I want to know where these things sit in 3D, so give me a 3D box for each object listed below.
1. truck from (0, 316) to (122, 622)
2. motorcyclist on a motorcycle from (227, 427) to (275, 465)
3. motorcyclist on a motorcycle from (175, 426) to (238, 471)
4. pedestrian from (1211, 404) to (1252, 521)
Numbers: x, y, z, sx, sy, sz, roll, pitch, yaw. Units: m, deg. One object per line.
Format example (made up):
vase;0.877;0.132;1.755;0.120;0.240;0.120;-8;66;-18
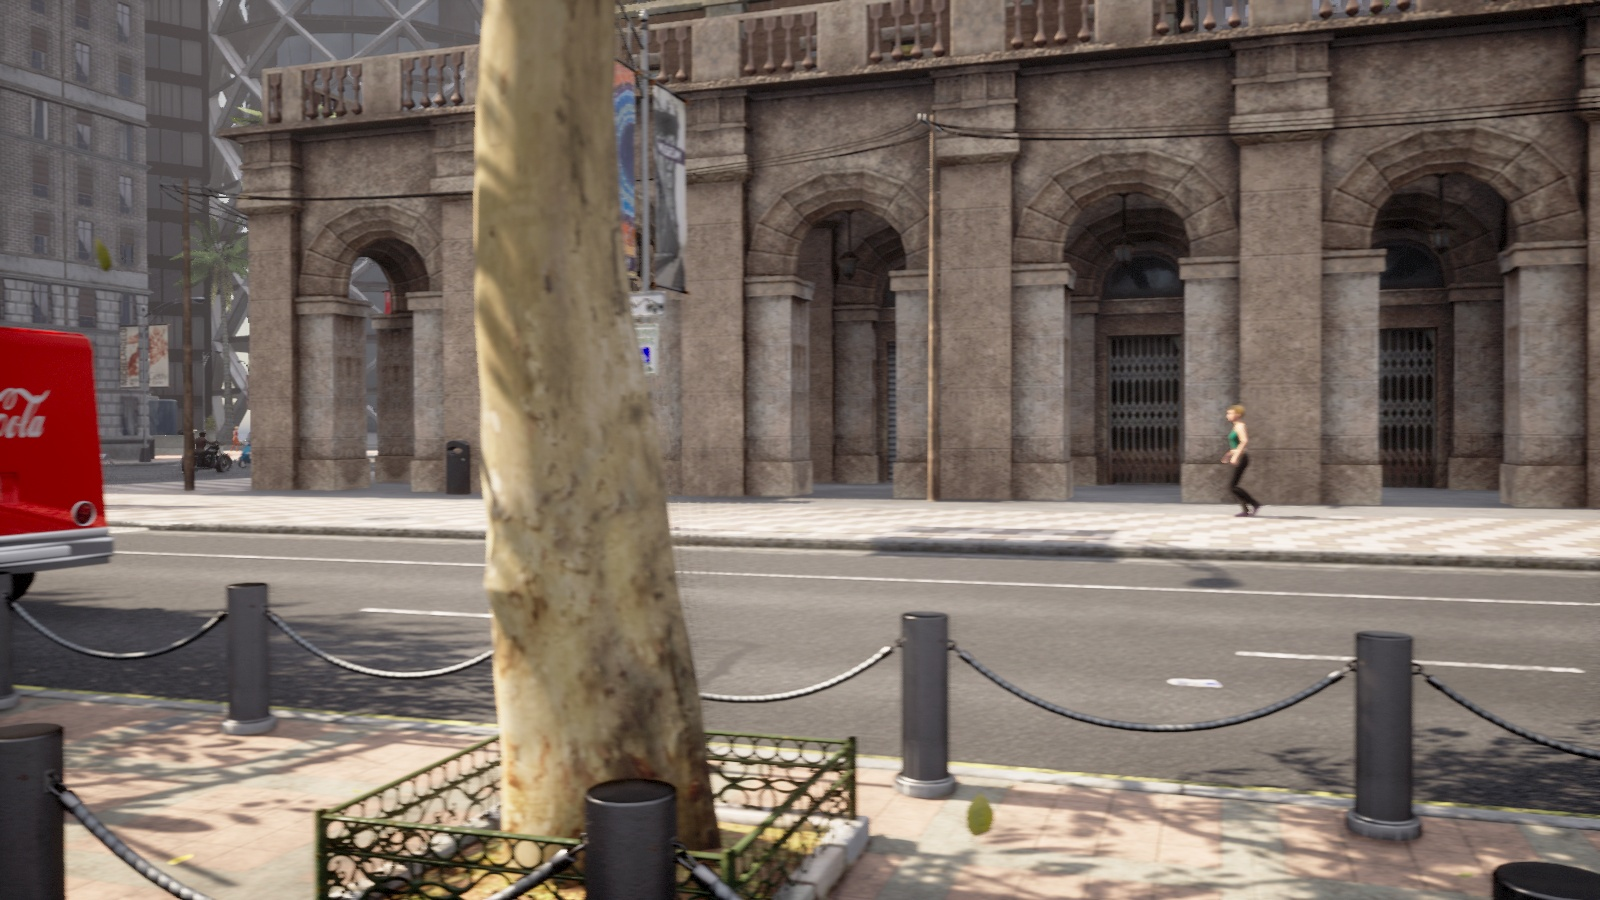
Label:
truck;-8.943;0.133;10.831;5.204;2.467;2.627;1;1;20
motorcyclist on a motorcycle;-23.788;-0.181;54.438;0.866;1.590;1.817;1;1;19
motorcyclist on a motorcycle;-22.433;-0.068;47.519;0.766;1.649;2.350;1;1;18
pedestrian;6.839;0.190;19.926;0.594;1.836;0.345;1;1;18
